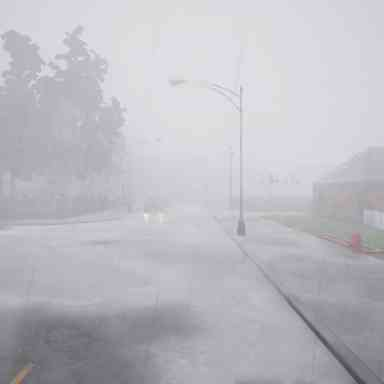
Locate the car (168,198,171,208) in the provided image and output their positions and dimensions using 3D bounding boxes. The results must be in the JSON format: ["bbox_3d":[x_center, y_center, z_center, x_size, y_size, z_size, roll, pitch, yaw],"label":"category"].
[{"bbox_3d":[-4.224,1.352,48.197,2.097,1.767,4.553,0,0,0],"label":"car"}]

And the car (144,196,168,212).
[{"bbox_3d":[-4.214,1.352,37.945,2.097,1.767,4.553,0,0,0],"label":"car"}]
